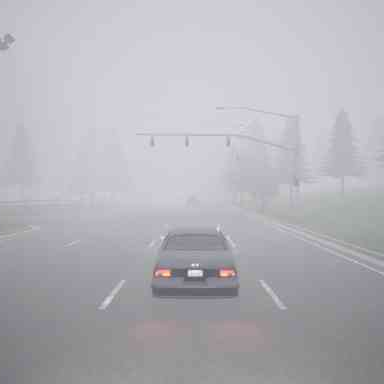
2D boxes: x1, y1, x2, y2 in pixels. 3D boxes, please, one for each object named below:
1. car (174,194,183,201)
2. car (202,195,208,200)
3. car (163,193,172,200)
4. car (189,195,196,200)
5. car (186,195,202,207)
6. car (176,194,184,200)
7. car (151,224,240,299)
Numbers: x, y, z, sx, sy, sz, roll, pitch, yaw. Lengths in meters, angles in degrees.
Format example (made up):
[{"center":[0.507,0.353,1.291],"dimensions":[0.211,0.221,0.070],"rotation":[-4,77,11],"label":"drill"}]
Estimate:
[{"center":[-3.380,1.517,83.755],"dimensions":[1.812,1.442,4.674],"rotation":[0,0,0],"label":"car"},{"center":[3.635,1.500,94.162],"dimensions":[1.837,1.490,4.892],"rotation":[0,0,0],"label":"car"},{"center":[-6.865,1.225,94.207],"dimensions":[2.150,2.045,5.566],"rotation":[0,0,0],"label":"car"},{"center":[0.135,1.540,94.167],"dimensions":[2.033,1.411,5.357],"rotation":[0,0,0],"label":"car"},{"center":[0.073,1.352,52.691],"dimensions":[2.097,1.767,4.553],"rotation":[0,0,0],"label":"car"},{"center":[-3.365,1.358,93.759],"dimensions":[2.128,1.511,4.902],"rotation":[0,0,0],"label":"car"},{"center":[0.078,1.547,8.652],"dimensions":[2.033,1.411,5.357],"rotation":[0,0,1],"label":"car"}]
